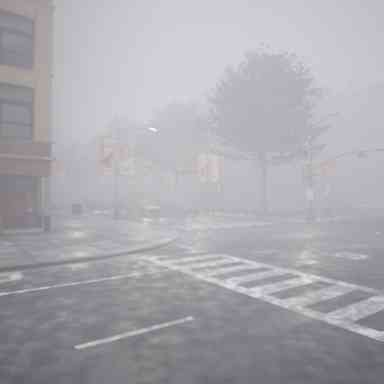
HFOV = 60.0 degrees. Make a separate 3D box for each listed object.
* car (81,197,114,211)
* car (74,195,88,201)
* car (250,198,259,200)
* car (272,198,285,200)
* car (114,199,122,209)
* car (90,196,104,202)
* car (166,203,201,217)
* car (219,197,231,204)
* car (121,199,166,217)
[{"bbox_3d":[-12.747,1.710,44.529,2.033,1.411,5.357,1,0,-35],"label":"car"},{"bbox_3d":[-27.821,1.555,85.208,2.097,1.767,4.553,1,0,-36],"label":"car"},{"bbox_3d":[16.555,2.110,82.482,1.895,1.301,4.718,1,0,-36],"label":"car"},{"bbox_3d":[17.388,1.889,68.551,2.002,1.452,4.674,1,0,-36],"label":"car"},{"bbox_3d":[-9.427,1.691,45.895,2.128,1.511,4.902,1,0,-35],"label":"car"},{"bbox_3d":[-25.018,1.832,87.301,1.895,1.301,4.718,1,0,-36],"label":"car"},{"bbox_3d":[-1.166,1.800,34.340,1.895,1.301,4.718,1,0,-36],"label":"car"},{"bbox_3d":[6.907,1.938,76.029,2.161,1.482,4.786,1,0,-36],"label":"car"},{"bbox_3d":[-4.973,1.640,33.644,1.882,1.535,5.008,1,0,-36],"label":"car"}]
